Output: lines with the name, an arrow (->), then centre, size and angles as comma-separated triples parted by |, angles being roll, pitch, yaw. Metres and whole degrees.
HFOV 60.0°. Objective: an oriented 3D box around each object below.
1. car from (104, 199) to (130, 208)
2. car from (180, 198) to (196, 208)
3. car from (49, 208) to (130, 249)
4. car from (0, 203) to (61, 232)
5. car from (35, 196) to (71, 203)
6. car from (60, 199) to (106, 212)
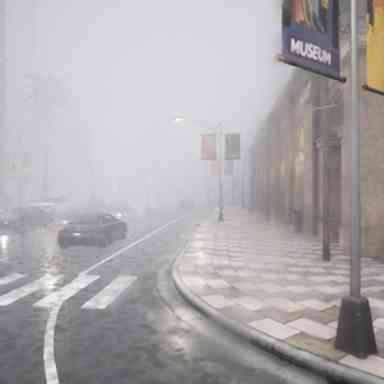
car -> -8.917, 1.711, 40.495 | 1.812, 1.442, 4.674 | 0, 0, 6
car -> -0.606, 1.717, 51.661 | 1.882, 1.535, 5.008 | 0, -1, 7
car -> -4.318, 1.643, 15.063 | 1.994, 1.385, 4.181 | 0, 0, 5
car -> -10.868, 1.658, 21.276 | 2.033, 1.411, 5.357 | 0, 0, 5
car -> -13.360, 1.381, 31.754 | 2.150, 2.045, 5.566 | 0, 0, 6
car -> -9.948, 1.673, 30.660 | 1.812, 1.442, 4.674 | 0, 0, 6
